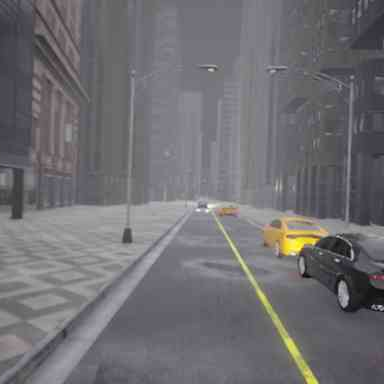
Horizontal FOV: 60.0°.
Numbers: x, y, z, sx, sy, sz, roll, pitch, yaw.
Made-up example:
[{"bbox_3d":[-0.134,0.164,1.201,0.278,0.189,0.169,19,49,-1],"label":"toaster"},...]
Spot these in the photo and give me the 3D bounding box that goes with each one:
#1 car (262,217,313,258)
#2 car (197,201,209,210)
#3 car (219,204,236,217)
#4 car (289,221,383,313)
[{"bbox_3d":[4.267,1.820,14.200,1.882,1.535,5.008,2,-1,2],"label":"car"},{"bbox_3d":[1.990,2.371,61.108,1.882,1.535,5.008,2,-1,2],"label":"car"},{"bbox_3d":[4.343,2.177,40.677,1.882,1.535,5.008,2,-1,2],"label":"car"},{"bbox_3d":[4.058,1.761,8.202,1.837,1.490,4.892,2,-1,2],"label":"car"}]
